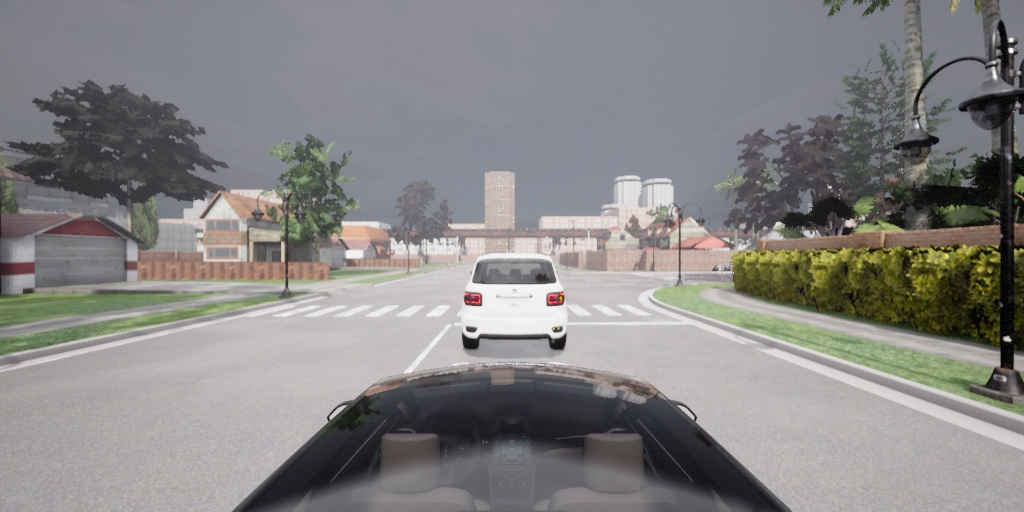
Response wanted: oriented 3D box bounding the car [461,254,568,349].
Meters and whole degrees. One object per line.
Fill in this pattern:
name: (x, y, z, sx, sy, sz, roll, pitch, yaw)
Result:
car: (0.052, 0.964, 9.235, 2.150, 2.045, 5.566, 0, 0, 0)
